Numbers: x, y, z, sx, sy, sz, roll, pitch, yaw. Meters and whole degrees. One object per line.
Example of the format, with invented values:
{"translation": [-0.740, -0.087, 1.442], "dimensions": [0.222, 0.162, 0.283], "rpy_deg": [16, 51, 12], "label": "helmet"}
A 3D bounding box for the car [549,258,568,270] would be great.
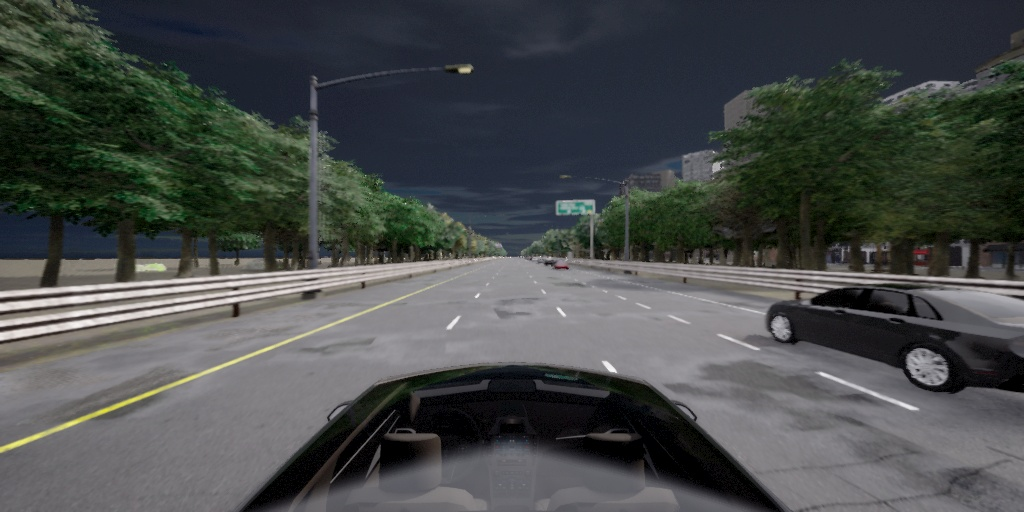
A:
{"translation": [7.145, 1.302, 53.639], "dimensions": [1.994, 1.385, 4.181], "rpy_deg": [0, 0, 0], "label": "car"}

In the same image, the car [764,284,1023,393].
{"translation": [7.003, 1.259, 6.668], "dimensions": [1.837, 1.490, 4.892], "rpy_deg": [0, 0, 0], "label": "car"}
